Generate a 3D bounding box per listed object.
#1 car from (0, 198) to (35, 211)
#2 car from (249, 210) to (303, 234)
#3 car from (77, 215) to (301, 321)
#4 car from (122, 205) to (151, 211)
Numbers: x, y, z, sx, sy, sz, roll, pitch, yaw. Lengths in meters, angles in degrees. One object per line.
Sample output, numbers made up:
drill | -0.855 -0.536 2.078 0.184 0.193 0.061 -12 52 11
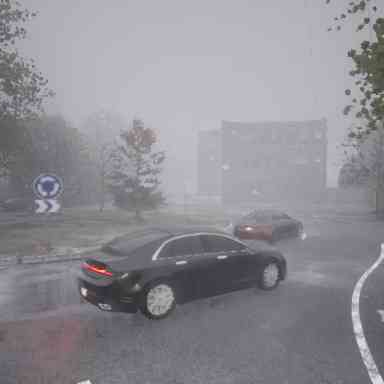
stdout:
car | -21.103 1.539 40.096 4.892 1.490 1.837 1 0 -26
car | 3.700 1.563 15.887 1.994 1.385 4.181 0 0 39
car | 0.041 1.505 7.312 4.892 1.490 1.837 0 1 -36
car | -6.768 1.638 41.145 4.718 1.301 1.895 0 0 23
